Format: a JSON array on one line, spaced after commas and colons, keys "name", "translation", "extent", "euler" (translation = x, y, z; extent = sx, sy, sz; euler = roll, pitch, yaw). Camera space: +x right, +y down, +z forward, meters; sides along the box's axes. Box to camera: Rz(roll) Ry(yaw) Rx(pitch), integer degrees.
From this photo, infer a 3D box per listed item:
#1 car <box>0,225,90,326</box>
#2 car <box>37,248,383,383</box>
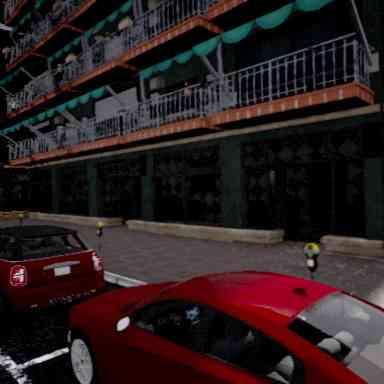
[{"name": "car", "translation": [-3.671, 1.433, 7.220], "extent": [4.097, 1.590, 1.967], "euler": [-1, 1, 44]}, {"name": "car", "translation": [0.372, 1.491, 3.291], "extent": [4.507, 1.381, 1.887], "euler": [-1, 1, 44]}]
